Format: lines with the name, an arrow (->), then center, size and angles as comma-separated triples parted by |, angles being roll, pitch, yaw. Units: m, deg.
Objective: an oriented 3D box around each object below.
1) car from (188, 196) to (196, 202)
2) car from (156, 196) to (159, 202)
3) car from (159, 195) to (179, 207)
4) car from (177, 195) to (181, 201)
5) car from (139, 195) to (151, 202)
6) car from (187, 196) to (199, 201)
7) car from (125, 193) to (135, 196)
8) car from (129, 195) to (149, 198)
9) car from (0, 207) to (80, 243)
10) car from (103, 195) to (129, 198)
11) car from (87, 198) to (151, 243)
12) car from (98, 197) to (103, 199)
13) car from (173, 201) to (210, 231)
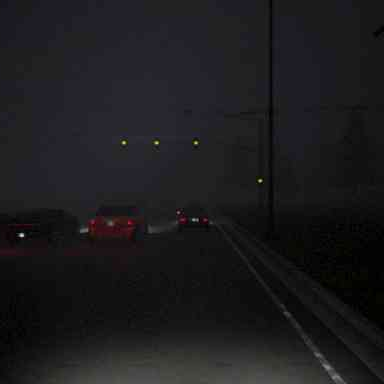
car -> -0.008, 1.549, 76.420 | 1.895, 1.301, 4.718 | 0, 0, 0
car -> -7.007, 1.495, 74.382 | 2.033, 1.411, 5.357 | 0, 0, 0
car -> -3.404, 1.571, 49.775 | 1.895, 1.301, 4.718 | 0, 0, 0
car -> -3.508, 1.454, 76.065 | 1.837, 1.490, 4.892 | 0, 0, 0
car -> -10.507, 1.495, 74.602 | 2.033, 1.411, 5.357 | 0, 0, 0
car -> 0.095, 1.532, 52.295 | 1.994, 1.385, 4.181 | 0, 0, 0
car -> -14.008, 1.179, 76.363 | 2.150, 2.045, 5.566 | 0, 0, 0
car -> -6.906, 1.519, 46.181 | 2.033, 1.411, 5.357 | 0, 0, 0
car -> -6.900, 1.495, 15.905 | 1.837, 1.490, 4.892 | 0, 0, 0
car -> -10.404, 1.519, 46.194 | 2.033, 1.411, 5.357 | 0, 0, 0
car -> -3.400, 1.342, 16.041 | 2.097, 1.767, 4.553 | 0, 0, 0
car -> -13.905, 1.459, 53.033 | 2.128, 1.511, 4.902 | 0, 0, 0
car -> 0.099, 1.535, 20.350 | 2.033, 1.411, 5.357 | 0, 0, 0
